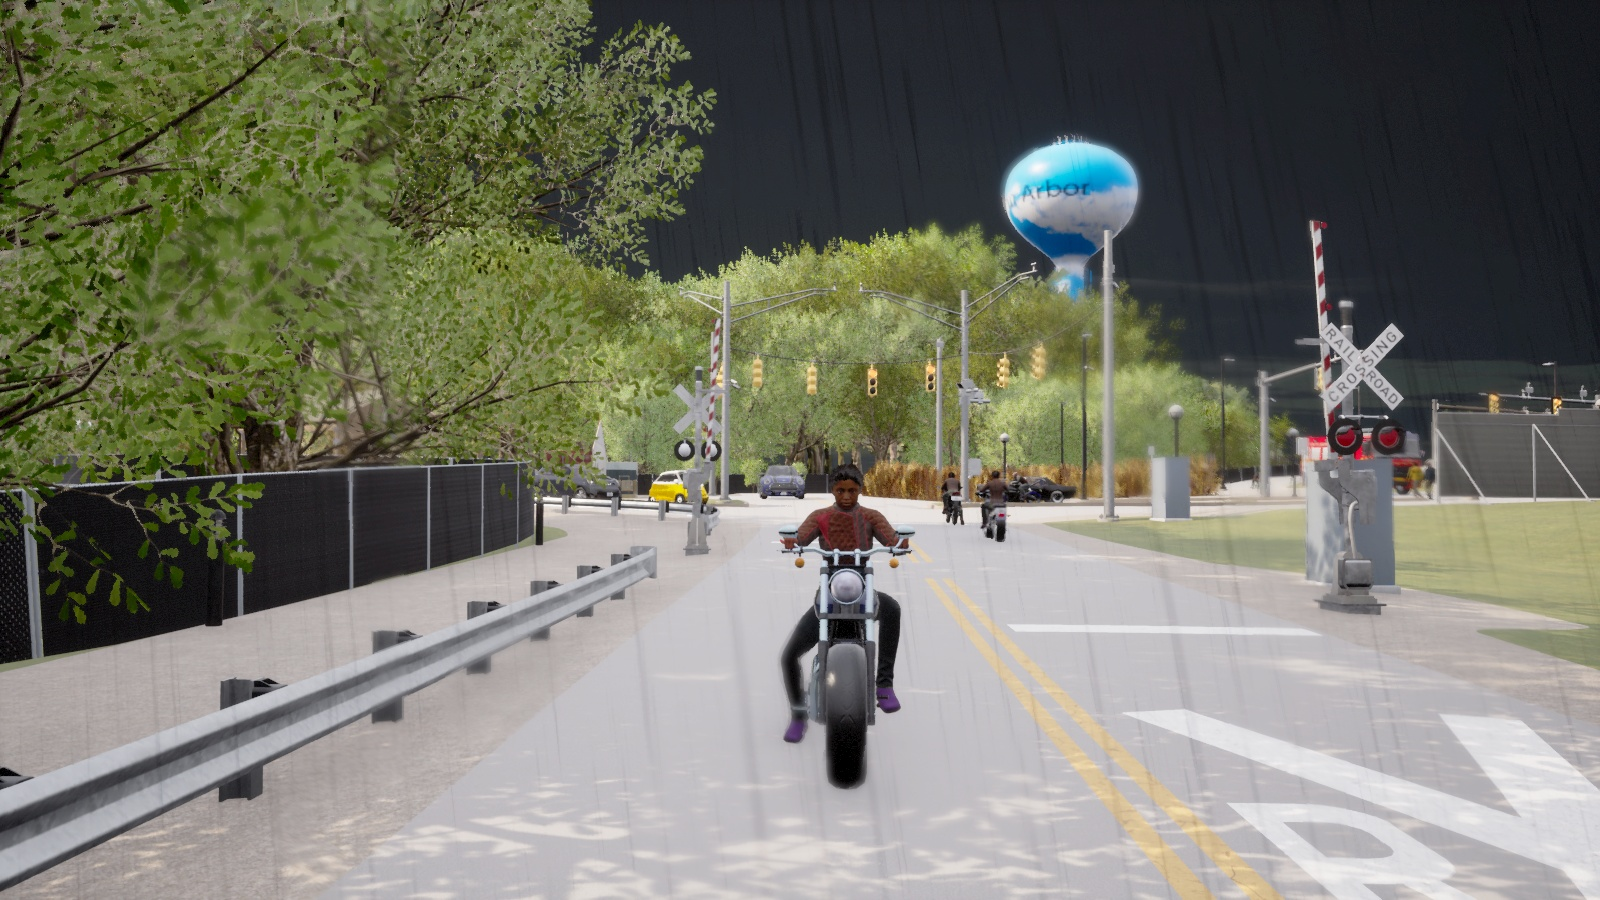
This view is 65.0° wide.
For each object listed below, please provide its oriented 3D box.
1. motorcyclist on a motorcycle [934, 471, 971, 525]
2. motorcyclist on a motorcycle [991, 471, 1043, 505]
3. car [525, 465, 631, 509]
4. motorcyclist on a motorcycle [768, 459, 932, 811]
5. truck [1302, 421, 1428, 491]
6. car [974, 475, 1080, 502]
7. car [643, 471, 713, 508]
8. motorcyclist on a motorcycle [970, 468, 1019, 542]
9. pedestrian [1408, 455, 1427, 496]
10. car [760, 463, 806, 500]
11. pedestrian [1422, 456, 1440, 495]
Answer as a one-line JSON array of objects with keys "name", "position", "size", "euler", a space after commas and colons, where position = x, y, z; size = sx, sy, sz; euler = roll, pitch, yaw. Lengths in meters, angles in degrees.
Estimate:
[{"name": "motorcyclist on a motorcycle", "position": [4.418, 1.370, 36.557], "size": [0.797, 1.523, 2.044], "euler": [1, -1, -1]}, {"name": "motorcyclist on a motorcycle", "position": [9.854, 1.731, 57.019], "size": [2.191, 1.530, 0.866], "euler": [0, -1, -4]}, {"name": "car", "position": [-7.953, 1.329, 44.831], "size": [3.633, 1.501, 1.845], "euler": [-1, -3, 41]}, {"name": "motorcyclist on a motorcycle", "position": [0.269, 0.884, 7.085], "size": [0.766, 1.649, 2.350], "euler": [0, -1, 2]}, {"name": "truck", "position": [32.601, 0.410, 72.908], "size": [2.891, 3.827, 8.468], "euler": [0, -1, -5]}, {"name": "car", "position": [10.904, 1.856, 60.602], "size": [4.718, 1.301, 1.895], "euler": [0, -1, -4]}, {"name": "car", "position": [-4.658, 1.503, 47.848], "size": [2.207, 1.376, 1.481], "euler": [-2, -3, 34]}, {"name": "motorcyclist on a motorcycle", "position": [4.466, 1.238, 28.969], "size": [0.766, 1.649, 2.350], "euler": [1, -1, 0]}, {"name": "pedestrian", "position": [28.085, 1.167, 57.117], "size": [0.431, 1.840, 0.709], "euler": [0, -3, -2]}, {"name": "car", "position": [-0.888, 1.558, 62.463], "size": [2.097, 1.767, 4.553], "euler": [0, -1, -4]}, {"name": "pedestrian", "position": [29.716, 1.199, 59.158], "size": [0.402, 1.842, 0.726], "euler": [0, -3, -3]}]
